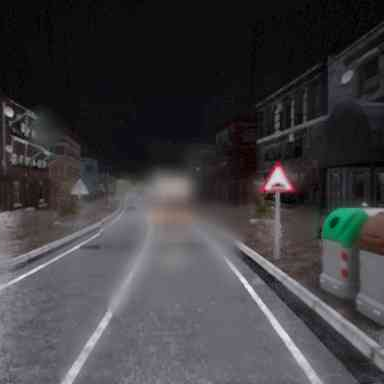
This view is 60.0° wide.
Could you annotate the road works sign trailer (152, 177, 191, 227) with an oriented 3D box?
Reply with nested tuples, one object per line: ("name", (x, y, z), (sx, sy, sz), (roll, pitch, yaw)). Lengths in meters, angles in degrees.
("road works sign trailer", (-1.426, 0.725, 24.864), (2.380, 3.560, 2.880), (1, -1, -12))

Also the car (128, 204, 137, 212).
("car", (-11.619, 3.101, 64.747), (2.033, 1.411, 5.357), (0, 1, -11))
